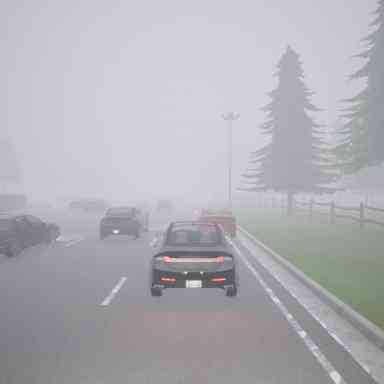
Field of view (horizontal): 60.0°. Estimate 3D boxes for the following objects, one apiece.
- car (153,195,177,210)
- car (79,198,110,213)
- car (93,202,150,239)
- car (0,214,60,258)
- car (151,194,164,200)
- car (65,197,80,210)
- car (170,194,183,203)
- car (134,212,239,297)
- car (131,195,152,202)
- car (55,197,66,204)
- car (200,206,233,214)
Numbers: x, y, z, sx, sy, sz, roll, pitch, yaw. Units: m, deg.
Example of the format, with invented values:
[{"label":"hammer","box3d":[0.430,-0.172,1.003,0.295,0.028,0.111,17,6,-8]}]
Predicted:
[{"label":"car","box3d":[-3.414,1.491,43.004,2.128,1.511,4.902,0,0,0]},{"label":"car","box3d":[-10.410,1.491,36.998,2.128,1.511,4.902,0,0,0]},{"label":"car","box3d":[-3.405,1.505,17.315,1.837,1.490,4.892,0,0,0]},{"label":"car","box3d":[-6.904,1.547,12.709,2.033,1.411,5.357,0,0,0]},{"label":"car","box3d":[-6.932,1.477,69.932,1.882,1.535,5.008,0,0,0]},{"label":"car","box3d":[-13.913,1.477,42.287,1.882,1.535,5.008,0,0,0]},{"label":"car","box3d":[-3.420,1.477,69.410,1.882,1.535,5.008,0,0,0]},{"label":"car","box3d":[0.050,1.491,8.587,2.128,1.511,4.902,0,0,0]},{"label":"car","box3d":[-6.927,1.525,44.353,1.812,1.442,4.674,0,0,0]},{"label":"car","box3d":[-25.664,1.599,65.764,1.895,1.301,4.718,0,0,-35]},{"label":"car","box3d":[1.219,1.478,17.929,1.882,1.535,5.008,0,0,0]}]
